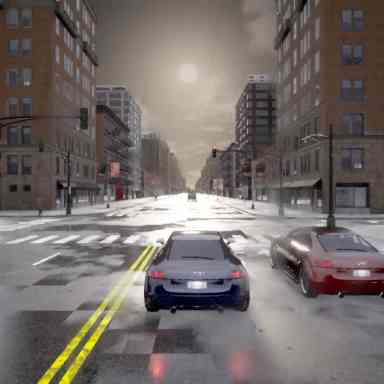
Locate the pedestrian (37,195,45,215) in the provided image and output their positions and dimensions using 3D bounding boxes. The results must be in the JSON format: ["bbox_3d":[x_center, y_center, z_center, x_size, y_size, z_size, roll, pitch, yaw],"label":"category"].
[{"bbox_3d":[-14.143,1.170,31.038,0.375,1.860,0.375,0,0,0],"label":"pedestrian"}]

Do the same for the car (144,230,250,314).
[{"bbox_3d":[0.087,1.564,7.715,1.994,1.385,4.181,0,0,0],"label":"car"}]

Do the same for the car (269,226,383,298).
[{"bbox_3d":[3.337,1.564,8.533,1.994,1.385,4.181,0,0,0],"label":"car"}]

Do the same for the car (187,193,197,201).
[{"bbox_3d":[-0.002,1.212,80.231,2.150,2.045,5.566,0,0,0],"label":"car"}]
